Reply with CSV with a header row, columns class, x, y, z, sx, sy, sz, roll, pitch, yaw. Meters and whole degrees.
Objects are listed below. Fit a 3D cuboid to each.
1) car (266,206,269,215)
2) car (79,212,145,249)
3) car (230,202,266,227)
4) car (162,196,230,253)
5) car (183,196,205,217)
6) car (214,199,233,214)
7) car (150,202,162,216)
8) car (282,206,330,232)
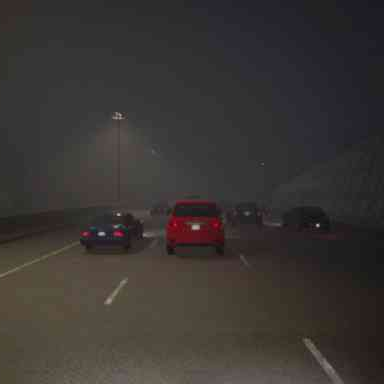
class,x,y,z,sx,sy,sz,roll,pitch,yaw
car,7.197,1.814,37.199,1.895,1.301,4.718,0,0,0
car,-3.366,1.624,14.921,2.033,1.411,5.357,0,0,0
car,3.658,1.489,24.075,2.097,1.767,4.553,0,0,0
car,0.132,1.302,14.113,2.150,2.045,5.566,0,0,0
car,0.191,1.415,35.401,2.150,2.045,5.566,0,0,0
car,3.705,1.702,40.219,1.882,1.535,5.008,0,0,0
car,-3.308,1.737,35.584,2.033,1.411,5.357,0,0,0
car,7.151,1.633,21.320,1.837,1.490,4.892,0,0,0
